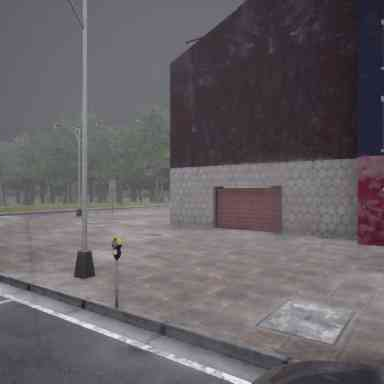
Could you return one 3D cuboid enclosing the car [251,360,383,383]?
[{"bbox_3d":[2.105,1.551,1.305,4.403,1.369,2.008,0,0,36],"label":"car"}]
